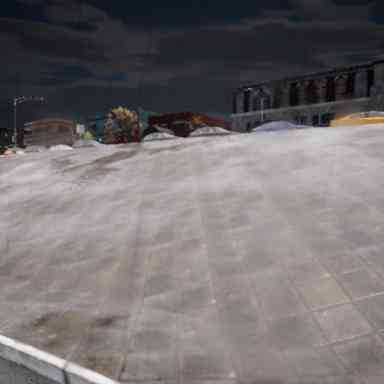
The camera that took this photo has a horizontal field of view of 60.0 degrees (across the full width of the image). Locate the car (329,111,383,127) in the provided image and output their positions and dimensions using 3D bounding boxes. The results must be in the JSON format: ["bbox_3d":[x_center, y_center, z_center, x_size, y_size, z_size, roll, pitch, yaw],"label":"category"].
[{"bbox_3d":[10.841,-4.017,19.883,5.008,1.535,2.097,2,2,35],"label":"car"}]

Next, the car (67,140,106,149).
[{"bbox_3d":[-11.156,-4.936,36.454,4.553,1.767,2.185,2,1,38],"label":"car"}]

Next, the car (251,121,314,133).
[{"bbox_3d":[6.316,-4.155,23.091,4.674,1.452,2.002,2,2,36],"label":"car"}]

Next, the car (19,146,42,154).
[{"bbox_3d":[-19.987,-5.222,43.287,4.553,1.767,2.185,2,1,38],"label":"car"}]

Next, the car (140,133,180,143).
[{"bbox_3d":[-2.507,-4.525,29.763,4.892,1.521,2.231,2,1,38],"label":"car"}]

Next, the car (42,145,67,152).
[{"bbox_3d":[-15.502,-4.911,39.817,4.674,1.452,2.002,2,1,38],"label":"car"}]

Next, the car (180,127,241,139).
[{"bbox_3d":[1.862,-4.369,26.394,4.892,1.521,2.231,2,1,38],"label":"car"}]

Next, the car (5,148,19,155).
[{"bbox_3d":[-24.352,-5.360,46.664,4.553,1.767,2.185,2,1,38],"label":"car"}]
